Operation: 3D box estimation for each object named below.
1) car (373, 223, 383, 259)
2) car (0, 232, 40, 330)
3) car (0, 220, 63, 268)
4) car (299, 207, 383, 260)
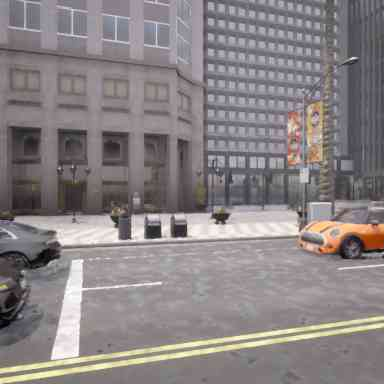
[{"bbox_3d":[7.626,1.601,8.999,4.718,1.301,1.895,0,0,-17],"label":"car"},{"bbox_3d":[-4.844,1.564,5.191,4.181,1.385,1.994,0,0,-18],"label":"car"},{"bbox_3d":[-5.961,1.492,8.555,4.902,1.511,2.128,0,0,-17],"label":"car"},{"bbox_3d":[6.266,1.351,12.243,4.553,1.767,2.097,0,0,-17],"label":"car"}]
